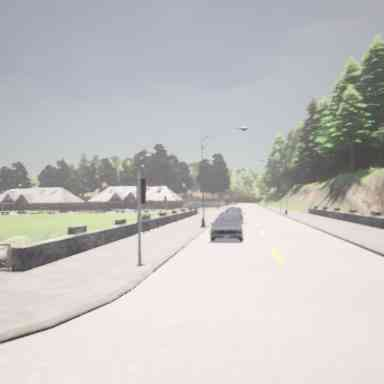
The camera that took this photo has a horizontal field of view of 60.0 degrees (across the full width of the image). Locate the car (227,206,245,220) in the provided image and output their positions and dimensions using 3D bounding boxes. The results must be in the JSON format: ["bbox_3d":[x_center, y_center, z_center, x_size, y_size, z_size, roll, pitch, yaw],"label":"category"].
[{"bbox_3d":[5.408,2.481,40.256,2.033,1.411,5.357,-1,-1,9],"label":"car"}]

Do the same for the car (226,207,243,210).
[{"bbox_3d":[3.779,2.193,29.990,2.128,1.511,4.902,-1,-1,9],"label":"car"}]

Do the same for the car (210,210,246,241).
[{"bbox_3d":[2.207,2.023,19.966,2.033,1.411,5.357,-1,-1,9],"label":"car"}]
